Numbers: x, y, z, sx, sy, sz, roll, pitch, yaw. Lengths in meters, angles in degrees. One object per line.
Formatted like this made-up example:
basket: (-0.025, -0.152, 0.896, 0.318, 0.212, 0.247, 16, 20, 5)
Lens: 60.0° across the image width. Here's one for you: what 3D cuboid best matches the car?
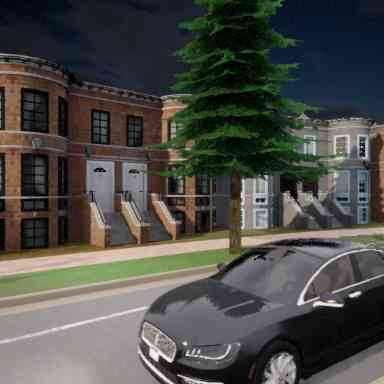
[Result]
car: (1.615, 1.505, 4.934, 4.892, 1.490, 1.837, 0, 0, -33)
